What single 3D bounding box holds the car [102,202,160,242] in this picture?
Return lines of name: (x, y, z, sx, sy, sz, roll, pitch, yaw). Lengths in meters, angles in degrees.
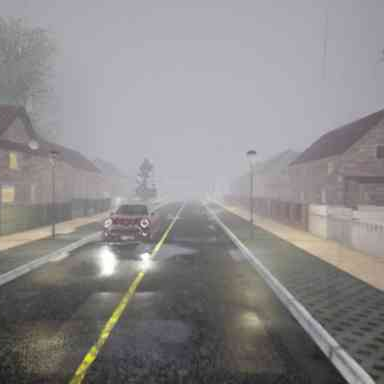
car: (-2.802, 1.316, 16.139, 2.097, 1.767, 4.553, 0, 0, 0)
